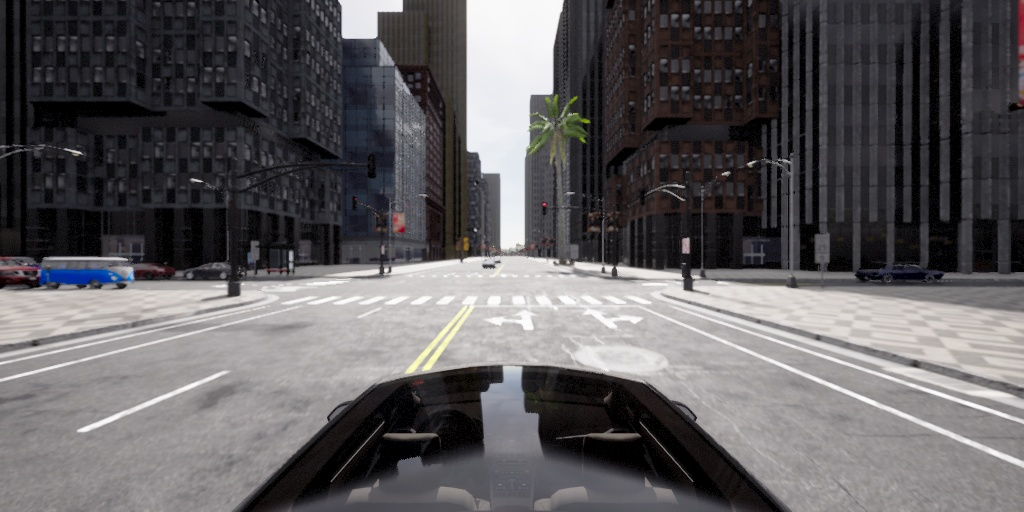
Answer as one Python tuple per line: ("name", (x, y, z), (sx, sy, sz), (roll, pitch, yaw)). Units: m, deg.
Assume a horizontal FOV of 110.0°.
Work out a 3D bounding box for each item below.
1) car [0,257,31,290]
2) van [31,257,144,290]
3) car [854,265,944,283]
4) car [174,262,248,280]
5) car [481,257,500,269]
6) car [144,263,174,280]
("car", (-29.252, 0.942, 20.010), (5.009, 1.841, 2.192), (0, 0, 0))
("van", (-23.575, 0.972, 20.014), (3.998, 1.789, 1.690), (0, 0, 0))
("car", (27.684, 1.273, 25.799), (4.718, 1.301, 1.895), (0, 0, 0))
("car", (-23.582, 1.166, 28.539), (4.403, 1.370, 2.007), (0, 0, 0))
("car", (-3.271, 1.071, 51.222), (2.033, 1.411, 5.357), (0, 1, 0))
("car", (-29.260, 1.193, 28.535), (4.207, 1.307, 1.802), (0, 0, 0))
